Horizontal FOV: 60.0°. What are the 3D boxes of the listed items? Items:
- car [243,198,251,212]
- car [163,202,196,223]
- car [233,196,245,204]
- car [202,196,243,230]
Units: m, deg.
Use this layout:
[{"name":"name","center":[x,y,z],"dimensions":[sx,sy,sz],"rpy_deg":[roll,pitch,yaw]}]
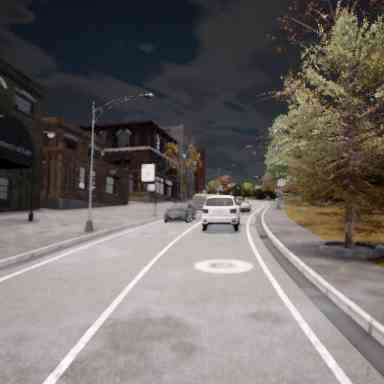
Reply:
[{"name":"car","center":[5.899,1.618,39.163],"dimensions":[1.895,1.301,4.718],"rpy_deg":[-1,0,15]},{"name":"car","center":[-0.887,1.585,26.399],"dimensions":[1.837,1.490,4.892],"rpy_deg":[-1,0,11]},{"name":"car","center":[9.417,1.599,66.443],"dimensions":[1.837,1.490,4.892],"rpy_deg":[-1,0,15]},{"name":"car","center":[1.943,1.243,21.303],"dimensions":[2.150,2.045,5.566],"rpy_deg":[-1,0,9]}]
